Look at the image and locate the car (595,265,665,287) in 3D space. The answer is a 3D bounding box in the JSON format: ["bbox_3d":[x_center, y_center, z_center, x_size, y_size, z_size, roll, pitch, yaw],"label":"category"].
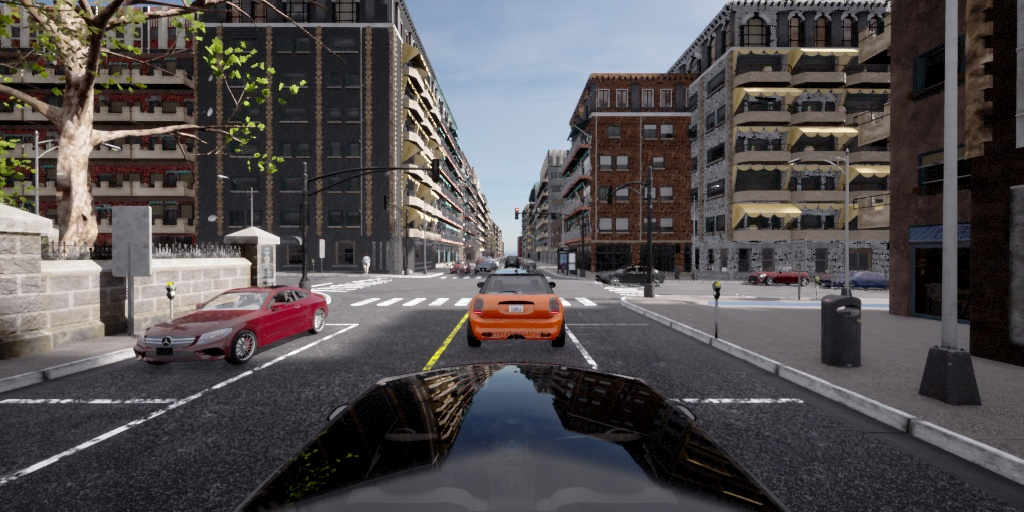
[{"bbox_3d":[8.482,1.410,25.866,4.892,1.490,1.837,2,0,-6],"label":"car"}]

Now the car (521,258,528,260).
[{"bbox_3d":[2.622,1.298,51.668,2.007,1.370,4.403,0,0,0],"label":"car"}]

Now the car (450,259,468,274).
[{"bbox_3d":[-5.743,1.187,40.385,1.967,1.591,4.097,0,0,0],"label":"car"}]

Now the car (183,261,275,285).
[{"bbox_3d":[-17.677,1.035,22.569,4.181,1.385,1.994,1,0,-1],"label":"car"}]

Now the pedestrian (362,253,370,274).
[{"bbox_3d":[-12.754,0.651,31.367,0.375,1.860,0.375,0,-1,-1],"label":"pedestrian"}]

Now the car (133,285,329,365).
[{"bbox_3d":[-5.697,1.331,7.974,1.802,1.307,4.207,0,0,0],"label":"car"}]

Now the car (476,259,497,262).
[{"bbox_3d":[-3.146,1.312,40.982,1.994,1.385,4.181,0,0,0],"label":"car"}]

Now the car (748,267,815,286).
[{"bbox_3d":[21.343,1.571,28.859,4.097,1.591,1.967,0,0,-1],"label":"car"}]

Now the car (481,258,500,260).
[{"bbox_3d":[-3.155,1.312,49.956,1.994,1.385,4.181,0,0,0],"label":"car"}]

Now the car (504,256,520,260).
[{"bbox_3d":[0.026,0.971,53.946,2.150,2.045,5.566,0,0,0],"label":"car"}]

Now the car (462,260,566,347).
[{"bbox_3d":[0.116,1.101,9.484,2.097,1.767,4.553,0,0,1],"label":"car"}]

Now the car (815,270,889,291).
[{"bbox_3d":[25.520,1.766,26.350,5.357,1.411,2.033,1,0,-1],"label":"car"}]
